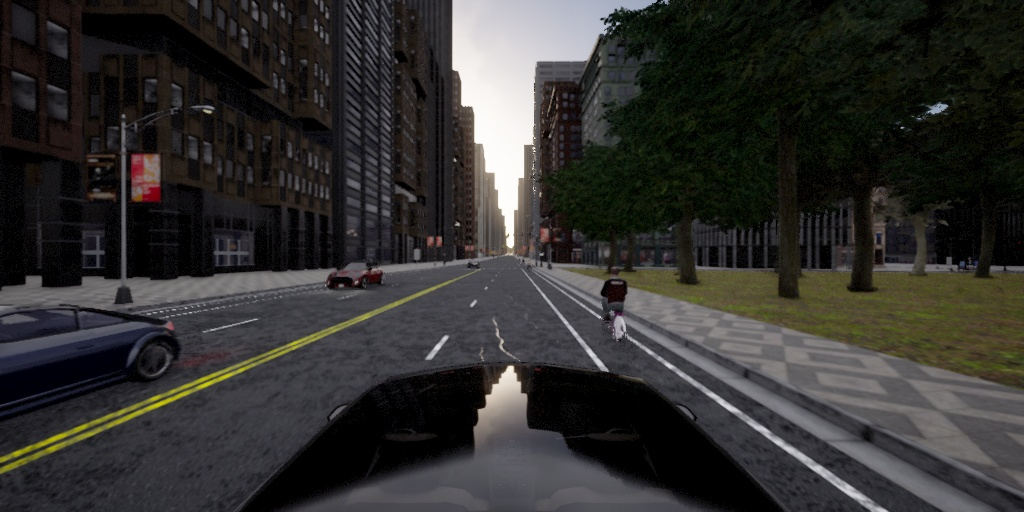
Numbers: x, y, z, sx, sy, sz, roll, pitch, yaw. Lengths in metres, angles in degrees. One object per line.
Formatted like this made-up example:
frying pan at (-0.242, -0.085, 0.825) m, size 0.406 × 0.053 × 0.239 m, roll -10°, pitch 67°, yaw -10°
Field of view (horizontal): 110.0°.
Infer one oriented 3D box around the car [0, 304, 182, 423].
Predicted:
car at (-6.600, 1.317, 4.312) m, size 1.994 × 1.385 × 4.181 m, roll 0°, pitch 0°, yaw 0°

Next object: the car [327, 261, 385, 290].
car at (-9.851, 1.128, 22.914) m, size 2.097 × 1.767 × 4.553 m, roll 0°, pitch 0°, yaw 0°

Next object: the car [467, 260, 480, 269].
car at (-6.509, 1.434, 61.014) m, size 2.033 × 1.411 × 5.357 m, roll 0°, pitch 0°, yaw 0°

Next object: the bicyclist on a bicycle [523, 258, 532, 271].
bicyclist on a bicycle at (2.182, 1.268, 45.866) m, size 0.866 × 1.612 × 1.509 m, roll 0°, pitch 0°, yaw 0°

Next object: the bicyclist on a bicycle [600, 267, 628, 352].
bicyclist on a bicycle at (2.249, 1.128, 8.063) m, size 0.659 × 1.776 × 1.843 m, roll 0°, pitch 0°, yaw 0°
